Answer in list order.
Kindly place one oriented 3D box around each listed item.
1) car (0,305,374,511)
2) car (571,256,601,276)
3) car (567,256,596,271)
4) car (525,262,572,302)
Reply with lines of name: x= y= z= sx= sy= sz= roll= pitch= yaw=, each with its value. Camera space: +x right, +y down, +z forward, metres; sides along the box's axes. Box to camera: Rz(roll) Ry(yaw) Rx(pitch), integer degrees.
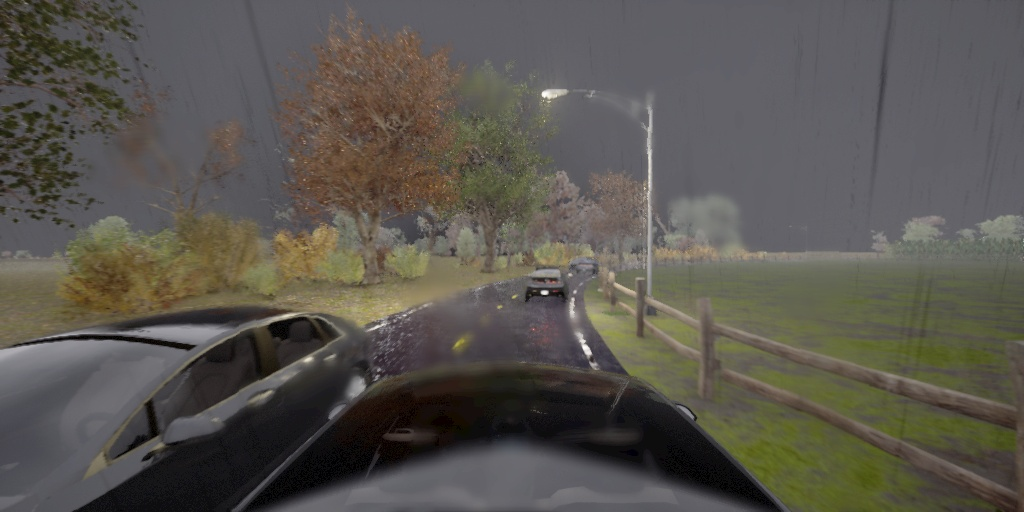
car: x=-2.681 y=1.237 z=2.664 sx=1.837 sy=1.490 sz=4.892 roll=0 pitch=0 yaw=1
car: x=7.699 y=1.074 z=35.649 sx=2.128 sy=1.511 sz=4.902 roll=1 pitch=1 yaw=24
car: x=8.462 y=0.858 z=43.613 sx=2.097 sy=1.767 sz=4.553 roll=1 pitch=1 yaw=30
car: x=1.739 y=1.216 z=16.822 sx=1.837 sy=1.490 sz=4.892 roll=0 pitch=0 yaw=10
